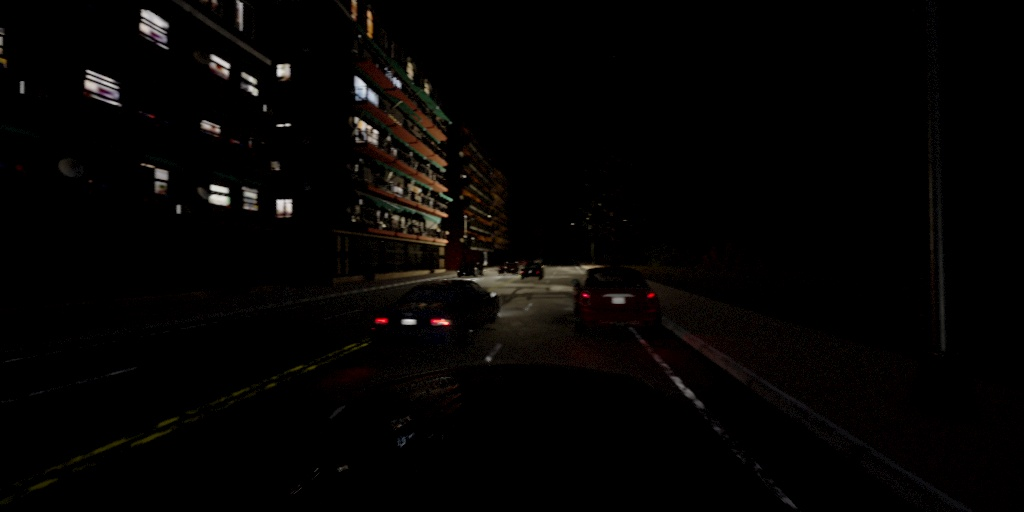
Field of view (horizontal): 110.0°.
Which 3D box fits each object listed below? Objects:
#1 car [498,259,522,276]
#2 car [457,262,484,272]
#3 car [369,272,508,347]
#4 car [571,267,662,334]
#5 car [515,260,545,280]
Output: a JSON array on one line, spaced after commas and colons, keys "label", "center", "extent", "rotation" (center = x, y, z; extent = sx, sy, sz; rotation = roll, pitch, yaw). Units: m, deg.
[{"label": "car", "center": [-0.370, 1.408, 40.287], "extent": [1.812, 1.442, 4.674], "rotation": [-1, 0, 9]}, {"label": "car", "center": [-4.215, 1.427, 36.697], "extent": [1.837, 1.490, 4.892], "rotation": [-1, 0, 9]}, {"label": "car", "center": [-1.633, 1.345, 9.502], "extent": [2.033, 1.411, 5.357], "rotation": [-1, 0, 9]}, {"label": "car", "center": [2.893, 1.094, 10.751], "extent": [2.097, 1.767, 4.553], "rotation": [-1, 0, 9]}, {"label": "car", "center": [1.904, 1.375, 32.415], "extent": [2.033, 1.411, 5.357], "rotation": [-1, 0, 9]}]
